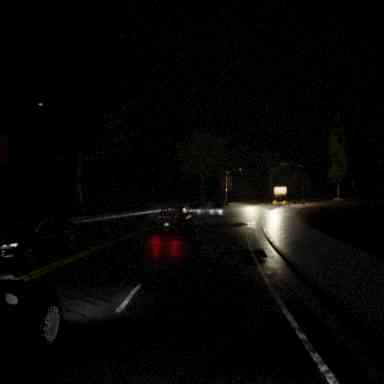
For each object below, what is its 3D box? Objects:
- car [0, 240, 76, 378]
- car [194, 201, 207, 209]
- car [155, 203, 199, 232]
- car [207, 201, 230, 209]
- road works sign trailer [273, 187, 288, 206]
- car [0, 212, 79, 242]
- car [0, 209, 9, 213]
[{"bbox_3d":[-2.991,1.558,3.355,1.812,1.442,4.674,0,-1,1],"label":"car"},{"bbox_3d":[1.140,2.076,53.653,1.895,1.301,4.718,-1,0,23],"label":"car"},{"bbox_3d":[-1.100,1.721,22.015,2.128,1.511,4.902,0,-1,9],"label":"car"},{"bbox_3d":[4.476,2.040,53.235,1.895,1.301,4.718,-1,0,23],"label":"car"},{"bbox_3d":[17.147,0.789,64.253,2.380,3.560,2.880,-1,0,33],"label":"road works sign trailer"},{"bbox_3d":[-5.874,1.619,12.160,2.128,1.511,4.902,0,-1,6],"label":"car"},{"bbox_3d":[-9.003,1.493,13.407,2.097,1.767,4.553,0,-1,6],"label":"car"}]
